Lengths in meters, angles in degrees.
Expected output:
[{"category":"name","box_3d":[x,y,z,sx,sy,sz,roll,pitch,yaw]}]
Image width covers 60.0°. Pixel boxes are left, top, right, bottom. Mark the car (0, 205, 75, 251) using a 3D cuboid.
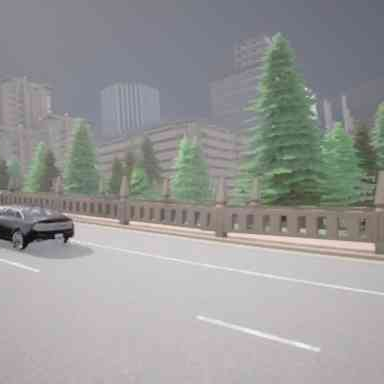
[{"category":"car","box_3d":[-6.608,1.242,13.007,4.902,1.511,2.128,2,1,35]}]
